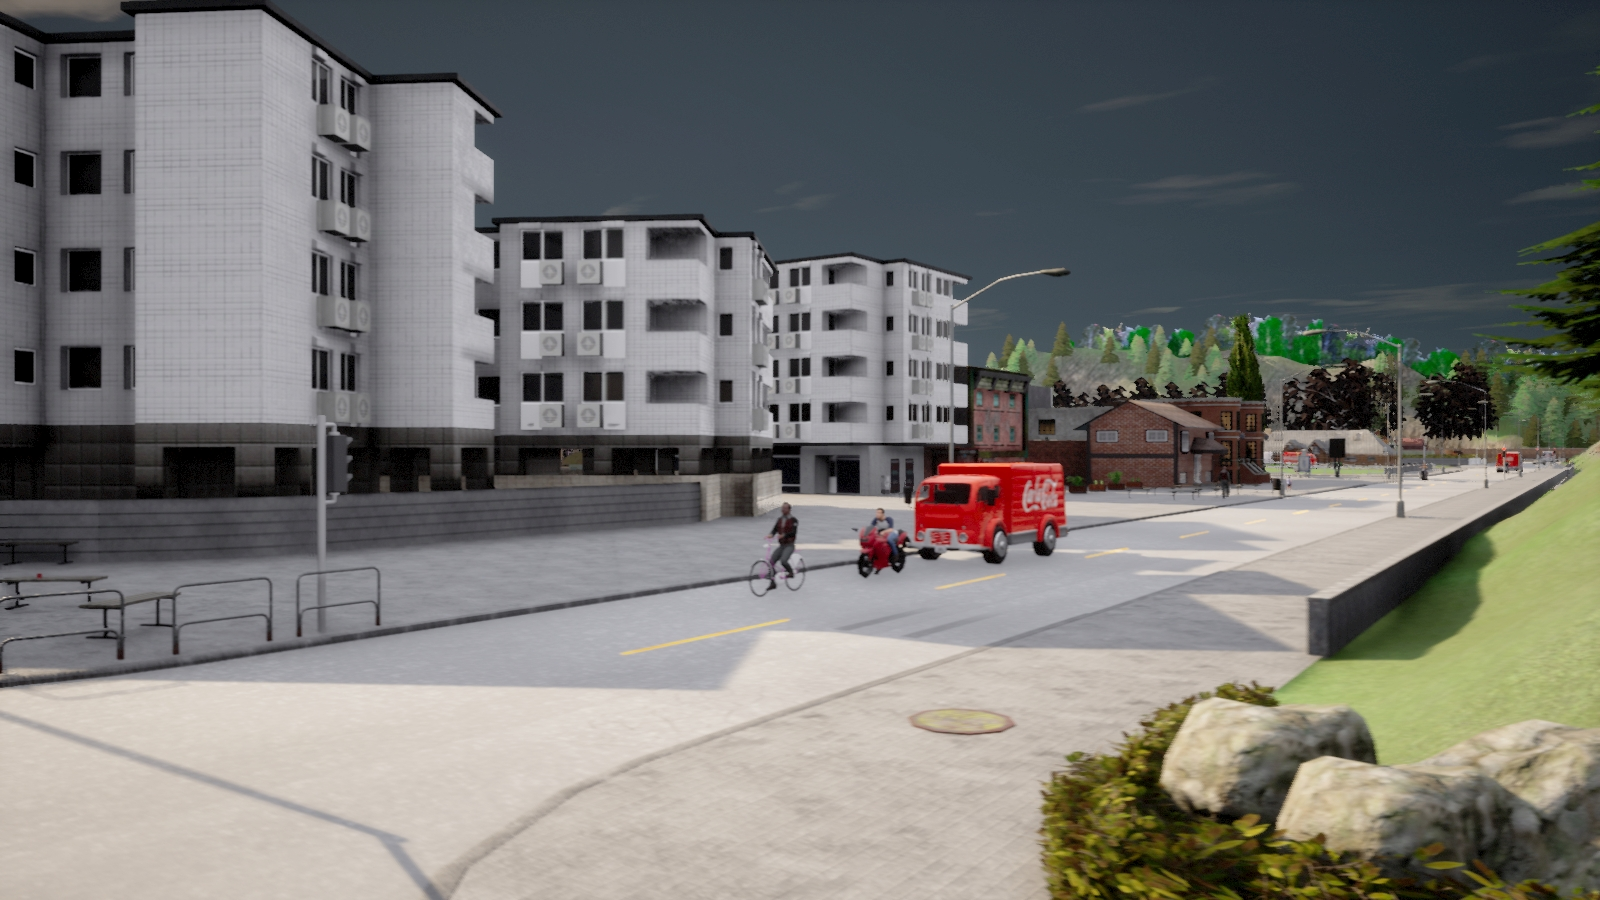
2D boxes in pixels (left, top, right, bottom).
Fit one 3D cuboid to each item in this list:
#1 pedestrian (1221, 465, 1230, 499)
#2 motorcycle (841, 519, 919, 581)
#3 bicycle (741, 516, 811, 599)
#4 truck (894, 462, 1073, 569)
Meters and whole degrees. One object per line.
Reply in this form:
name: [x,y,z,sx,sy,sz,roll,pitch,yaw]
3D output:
pedestrian: [23.273,1.756,62.528,0.375,1.860,0.375,0,0,38]
motorcycle: [1.816,2.195,25.504,0.803,1.199,2.033,0,0,35]
bicycle: [-0.447,2.069,22.266,0.329,1.471,1.835,0,0,35]
truck: [4.905,1.574,29.883,2.627,2.467,5.204,0,0,35]
